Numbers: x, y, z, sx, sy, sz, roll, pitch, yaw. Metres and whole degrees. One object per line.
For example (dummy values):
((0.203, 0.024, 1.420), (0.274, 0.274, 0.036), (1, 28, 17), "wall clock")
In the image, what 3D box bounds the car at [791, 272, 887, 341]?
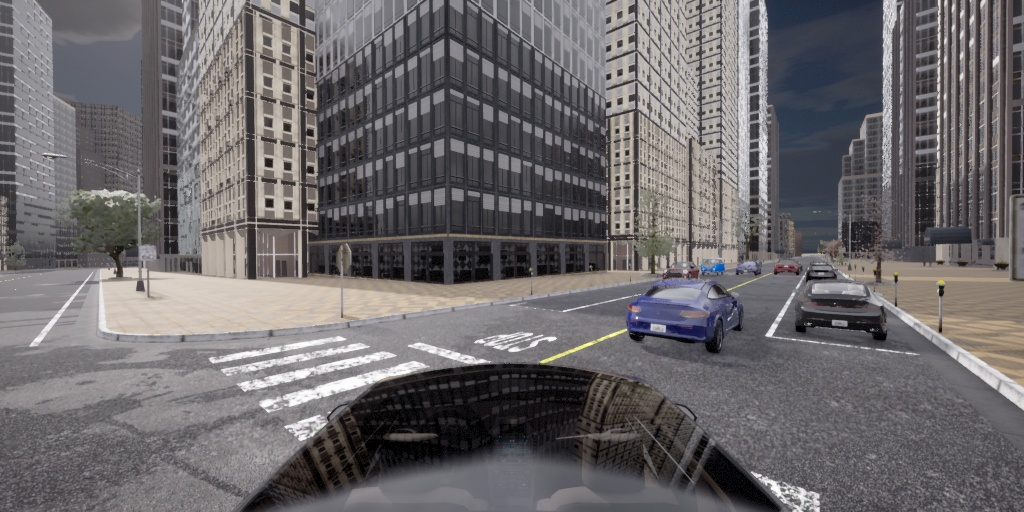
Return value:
((8.906, 1.300, 9.859), (2.007, 1.370, 4.403), (0, 0, 40), "car")

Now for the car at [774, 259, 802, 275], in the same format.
((29.233, 1.079, 38.032), (2.097, 1.767, 4.553), (0, 0, 41), "car")

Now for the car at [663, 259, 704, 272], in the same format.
((13.376, 1.165, 28.277), (1.967, 1.591, 4.097), (0, 0, 40), "car")

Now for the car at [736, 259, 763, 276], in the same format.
((24.914, 1.248, 37.711), (1.812, 1.442, 4.674), (0, 0, 40), "car")

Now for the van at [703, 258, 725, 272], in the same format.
((20.676, 1.060, 36.880), (1.690, 1.789, 3.998), (0, 0, 40), "van")

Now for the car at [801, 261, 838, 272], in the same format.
((23.411, 1.305, 27.150), (1.948, 1.339, 4.313), (0, 0, 40), "car")

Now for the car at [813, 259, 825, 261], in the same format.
((34.365, 1.294, 40.056), (1.948, 1.339, 4.313), (0, 0, 40), "car")

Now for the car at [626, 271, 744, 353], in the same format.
((4.405, 1.271, 8.909), (1.812, 1.442, 4.674), (0, 0, 40), "car")
